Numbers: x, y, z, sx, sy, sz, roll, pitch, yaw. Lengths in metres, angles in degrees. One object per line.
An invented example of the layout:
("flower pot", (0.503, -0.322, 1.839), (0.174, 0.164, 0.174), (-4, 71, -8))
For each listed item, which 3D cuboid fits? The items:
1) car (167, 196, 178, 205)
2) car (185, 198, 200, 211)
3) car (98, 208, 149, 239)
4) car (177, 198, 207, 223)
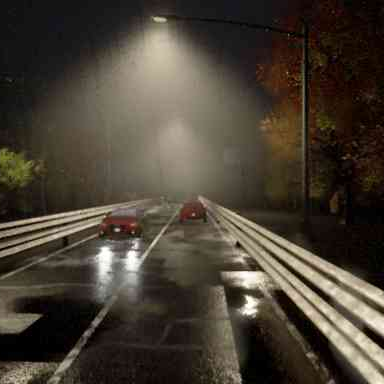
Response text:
("car", (-3.350, 1.464, 58.863), (2.033, 1.411, 5.357), (0, 0, 1))
("car", (0.070, 1.454, 41.523), (1.812, 1.442, 4.674), (0, 0, 0))
("car", (-3.358, 1.509, 16.966), (1.994, 1.385, 4.181), (0, 0, 0))
("car", (0.087, 1.417, 25.214), (1.882, 1.535, 5.008), (0, 0, 0))
